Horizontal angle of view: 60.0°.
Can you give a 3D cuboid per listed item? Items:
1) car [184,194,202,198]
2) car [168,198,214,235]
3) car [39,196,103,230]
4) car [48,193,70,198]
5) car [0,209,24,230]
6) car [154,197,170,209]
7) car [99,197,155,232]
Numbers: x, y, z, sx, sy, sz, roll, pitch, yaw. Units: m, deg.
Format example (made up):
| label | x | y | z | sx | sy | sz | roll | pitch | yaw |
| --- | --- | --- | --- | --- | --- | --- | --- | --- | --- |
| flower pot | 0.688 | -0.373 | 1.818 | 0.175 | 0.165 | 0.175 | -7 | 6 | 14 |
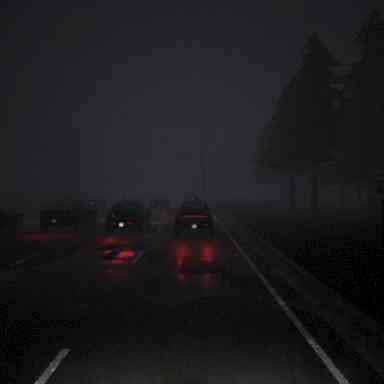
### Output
| label | x | y | z | sx | sy | sz | roll | pitch | yaw |
| --- | --- | --- | --- | --- | --- | --- | --- | --- | --- |
| car | 0.069 | 1.022 | 37.913 | 2.128 | 1.511 | 4.902 | 0 | 1 | 0 |
| car | 0.102 | 1.279 | 17.211 | 2.128 | 1.511 | 4.902 | 0 | 1 | 0 |
| car | -6.898 | 1.240 | 19.095 | 1.882 | 1.535 | 5.008 | 0 | 1 | 0 |
| car | -13.945 | 0.910 | 35.669 | 2.097 | 1.767 | 4.553 | 0 | 1 | 1 |
| car | -10.400 | 1.393 | 16.682 | 1.895 | 1.301 | 4.718 | 0 | 1 | 0 |
| car | -3.437 | 1.147 | 36.673 | 1.895 | 1.301 | 4.718 | 0 | 1 | 0 |
| car | -3.398 | 1.278 | 18.387 | 1.837 | 1.490 | 4.892 | 0 | 1 | 0 |
